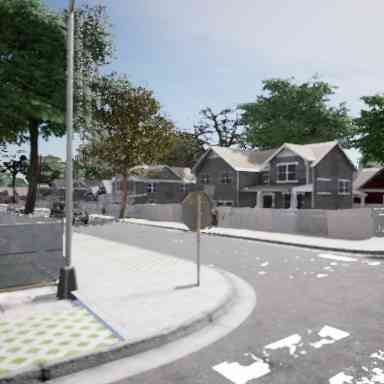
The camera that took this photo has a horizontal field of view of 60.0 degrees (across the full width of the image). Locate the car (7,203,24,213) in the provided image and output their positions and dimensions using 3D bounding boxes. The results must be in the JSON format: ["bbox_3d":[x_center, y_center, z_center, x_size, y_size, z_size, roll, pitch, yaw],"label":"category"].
[{"bbox_3d":[-28.176,2.537,52.995,2.128,1.511,4.902,1,-1,-36],"label":"car"}]

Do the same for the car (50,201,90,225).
[{"bbox_3d":[-10.853,1.845,29.249,2.150,2.045,5.566,1,-1,-36],"label":"car"}]
